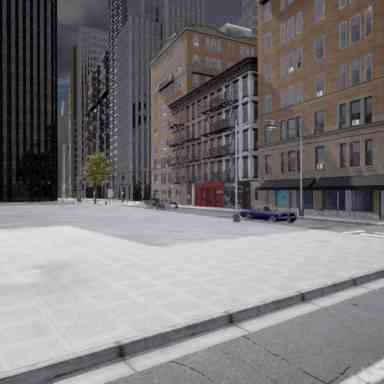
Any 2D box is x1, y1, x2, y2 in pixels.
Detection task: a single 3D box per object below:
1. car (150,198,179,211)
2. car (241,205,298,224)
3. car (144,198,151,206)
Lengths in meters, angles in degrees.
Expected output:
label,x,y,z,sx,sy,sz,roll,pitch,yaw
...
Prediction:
label,x,y,z,sx,sy,sz,roll,pitch,yaw
car,-3.390,1.694,44.040,2.128,1.511,4.902,0,0,-26
car,5.821,1.688,25.358,1.895,1.301,4.718,0,0,-26
car,-6.796,1.779,56.999,1.837,1.490,4.892,0,0,-26
